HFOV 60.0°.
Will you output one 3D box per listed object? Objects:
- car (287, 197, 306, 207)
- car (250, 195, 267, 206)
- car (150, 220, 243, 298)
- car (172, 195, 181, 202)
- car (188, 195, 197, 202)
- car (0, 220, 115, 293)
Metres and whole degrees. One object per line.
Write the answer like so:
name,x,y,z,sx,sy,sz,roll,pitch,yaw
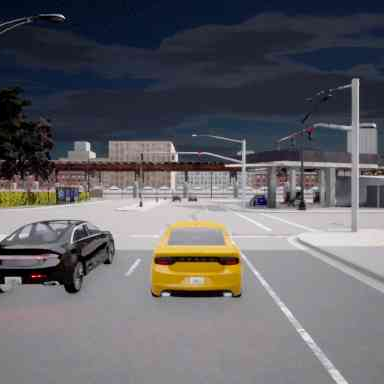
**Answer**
car,15.564,1.425,49.599,1.970,1.475,3.806,0,0,0
car,9.818,1.253,48.849,2.242,1.667,4.611,0,0,0
car,0.101,1.468,8.576,1.882,1.535,5.008,0,0,0
car,-3.339,1.386,73.552,1.837,1.490,4.892,0,0,0
car,0.161,1.446,73.545,1.994,1.385,4.181,0,0,0
car,-3.398,1.474,8.793,2.128,1.511,4.902,0,0,0
